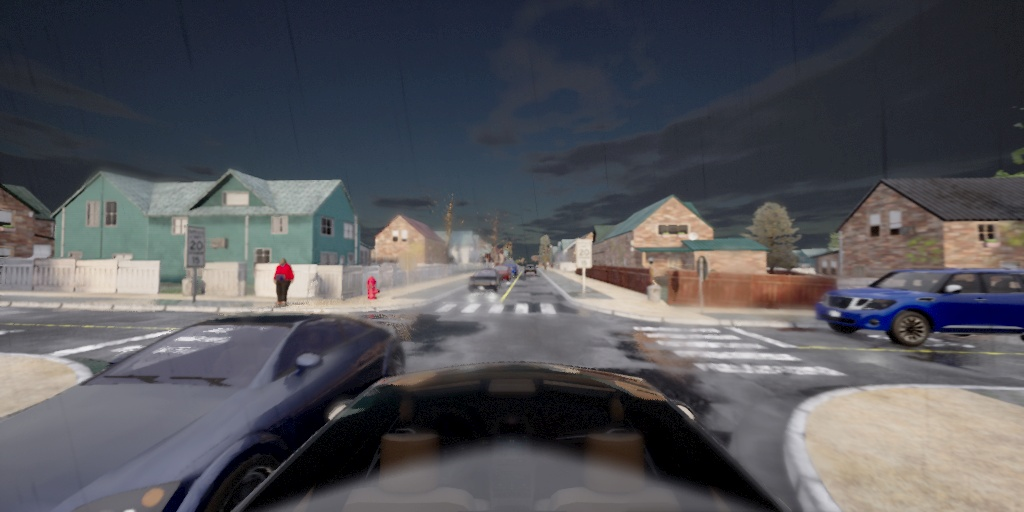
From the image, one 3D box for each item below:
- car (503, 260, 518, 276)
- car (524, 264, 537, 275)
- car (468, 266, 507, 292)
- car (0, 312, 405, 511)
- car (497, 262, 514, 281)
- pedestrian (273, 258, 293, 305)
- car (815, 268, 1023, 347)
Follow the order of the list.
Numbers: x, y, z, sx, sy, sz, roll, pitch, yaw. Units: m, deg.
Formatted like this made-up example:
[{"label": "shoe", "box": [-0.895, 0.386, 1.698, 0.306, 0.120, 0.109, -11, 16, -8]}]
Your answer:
[{"label": "car", "box": [-0.379, 1.602, 49.300, 2.150, 2.045, 5.566, 0, -1, 3]}, {"label": "car", "box": [2.698, 1.923, 52.602, 1.837, 1.490, 4.892, 0, -1, 3]}, {"label": "car", "box": [-1.660, 1.576, 23.885, 2.033, 1.411, 5.357, 0, -1, 2]}, {"label": "car", "box": [-2.640, 1.316, 3.623, 1.994, 1.385, 4.181, 0, 1, 3]}, {"label": "car", "box": [-1.093, 1.660, 35.442, 1.882, 1.535, 5.008, 0, -1, 3]}, {"label": "pedestrian", "box": [-8.934, 0.948, 13.949, 0.375, 1.860, 0.375, 0, -3, 3]}, {"label": "car", "box": [11.883, 1.334, 10.006, 5.566, 2.045, 2.150, 1, -1, 3]}]
